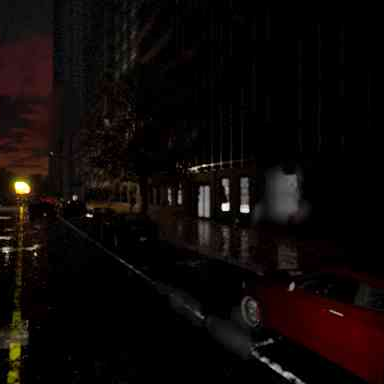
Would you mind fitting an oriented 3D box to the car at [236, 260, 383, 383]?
[{"bbox_3d":[2.295,1.589,4.518,1.802,1.307,4.206,0,0,-27],"label":"car"}]

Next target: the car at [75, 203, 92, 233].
[{"bbox_3d":[-5.445,1.570,19.740,2.008,1.369,4.403,0,0,-27],"label":"car"}]

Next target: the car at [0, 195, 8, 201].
[{"bbox_3d":[-46.461,1.519,81.912,1.947,1.339,4.313,0,0,-27],"label":"car"}]

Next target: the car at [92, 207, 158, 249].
[{"bbox_3d":[-2.865,1.568,14.666,2.008,1.369,4.403,0,0,-27],"label":"car"}]

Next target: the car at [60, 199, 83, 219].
[{"bbox_3d":[-10.605,1.458,29.889,1.967,1.590,4.097,0,0,-27],"label":"car"}]

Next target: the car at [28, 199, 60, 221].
[{"bbox_3d":[-12.286,1.542,27.446,1.812,1.442,4.674,0,0,-27],"label":"car"}]

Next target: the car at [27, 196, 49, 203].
[{"bbox_3d":[-18.476,1.517,39.613,1.837,1.490,4.892,0,0,-27],"label":"car"}]

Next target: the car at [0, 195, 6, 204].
[{"bbox_3d":[-36.139,1.531,61.615,1.887,1.381,4.507,0,0,-27],"label":"car"}]

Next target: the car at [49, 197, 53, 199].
[{"bbox_3d":[-23.506,1.549,55.260,1.887,1.381,4.507,0,0,-27],"label":"car"}]
